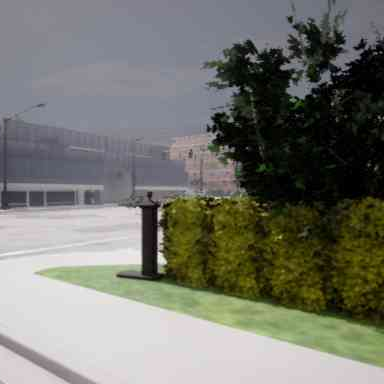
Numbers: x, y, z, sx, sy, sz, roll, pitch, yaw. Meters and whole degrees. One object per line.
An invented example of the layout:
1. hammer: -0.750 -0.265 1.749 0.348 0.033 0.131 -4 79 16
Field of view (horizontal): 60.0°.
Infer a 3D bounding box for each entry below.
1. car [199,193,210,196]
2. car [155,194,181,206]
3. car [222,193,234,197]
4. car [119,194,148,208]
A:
1. car: 1.675 0.944 57.079 2.033 1.411 5.357 0 2 35
2. car: -2.953 1.088 44.423 2.097 1.767 4.553 0 1 35
3. car: 7.116 0.638 58.716 2.097 1.767 4.553 0 1 35
4. car: -7.447 1.130 44.121 2.097 1.767 4.553 0 1 35
